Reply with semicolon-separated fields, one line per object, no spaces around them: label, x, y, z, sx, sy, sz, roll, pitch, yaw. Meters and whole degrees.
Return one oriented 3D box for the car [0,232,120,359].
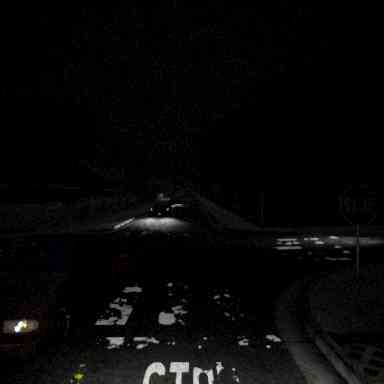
car;-2.784;1.551;6.552;2.033;1.411;5.357;0;0;0

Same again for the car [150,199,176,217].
car;-2.831;1.592;31.175;1.895;1.301;4.718;0;0;0

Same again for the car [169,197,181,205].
car;-2.896;1.487;56.940;1.994;1.385;4.181;0;0;0
